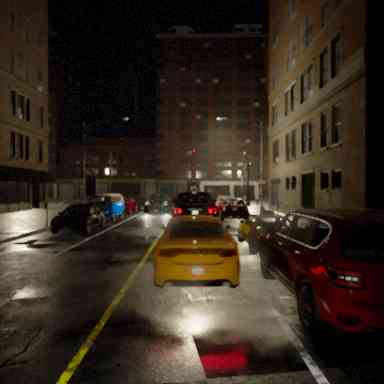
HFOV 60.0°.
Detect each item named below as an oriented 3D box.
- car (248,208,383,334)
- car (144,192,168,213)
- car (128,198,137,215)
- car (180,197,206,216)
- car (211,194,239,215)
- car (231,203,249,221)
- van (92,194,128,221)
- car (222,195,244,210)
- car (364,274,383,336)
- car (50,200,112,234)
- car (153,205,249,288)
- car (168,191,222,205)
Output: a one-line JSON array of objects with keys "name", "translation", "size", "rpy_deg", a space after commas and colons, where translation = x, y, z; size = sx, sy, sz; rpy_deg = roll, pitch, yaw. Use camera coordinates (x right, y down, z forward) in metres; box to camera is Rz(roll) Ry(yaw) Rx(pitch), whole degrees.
[{"name": "car", "translation": [2.689, 1.216, 6.461], "size": [2.192, 1.841, 5.009], "rpy_deg": [1, 1, 0]}, {"name": "car", "translation": [-2.979, 0.917, 29.867], "size": [2.097, 1.767, 4.553], "rpy_deg": [0, 1, 1]}, {"name": "car", "translation": [-5.799, 1.131, 28.410], "size": [1.887, 1.381, 4.507], "rpy_deg": [1, 1, 0]}, {"name": "car", "translation": [0.132, 1.160, 27.826], "size": [1.994, 1.385, 4.181], "rpy_deg": [0, 1, 1]}, {"name": "car", "translation": [2.727, 1.028, 28.392], "size": [1.967, 1.590, 4.097], "rpy_deg": [1, 1, 0]}, {"name": "car", "translation": [2.697, 1.344, 12.117], "size": [1.752, 1.417, 4.829], "rpy_deg": [1, 1, 0]}, {"name": "van", "translation": [-5.807, 1.005, 22.925], "size": [1.690, 1.788, 3.998], "rpy_deg": [1, 1, 0]}, {"name": "car", "translation": [2.717, 1.105, 22.910], "size": [1.967, 1.590, 4.097], "rpy_deg": [1, 1, 0]}, {"name": "car", "translation": [2.676, 1.534, 0.984], "size": [2.008, 1.369, 4.403], "rpy_deg": [1, 1, 0]}, {"name": "car", "translation": [-5.819, 1.308, 17.447], "size": [1.947, 1.339, 4.313], "rpy_deg": [1, 1, 0]}, {"name": "car", "translation": [0.079, 1.343, 8.918], "size": [1.882, 1.535, 5.008], "rpy_deg": [0, 1, -1]}, {"name": "car", "translation": [0.134, 0.965, 17.353], "size": [2.150, 2.045, 5.566], "rpy_deg": [0, 1, 0]}]
